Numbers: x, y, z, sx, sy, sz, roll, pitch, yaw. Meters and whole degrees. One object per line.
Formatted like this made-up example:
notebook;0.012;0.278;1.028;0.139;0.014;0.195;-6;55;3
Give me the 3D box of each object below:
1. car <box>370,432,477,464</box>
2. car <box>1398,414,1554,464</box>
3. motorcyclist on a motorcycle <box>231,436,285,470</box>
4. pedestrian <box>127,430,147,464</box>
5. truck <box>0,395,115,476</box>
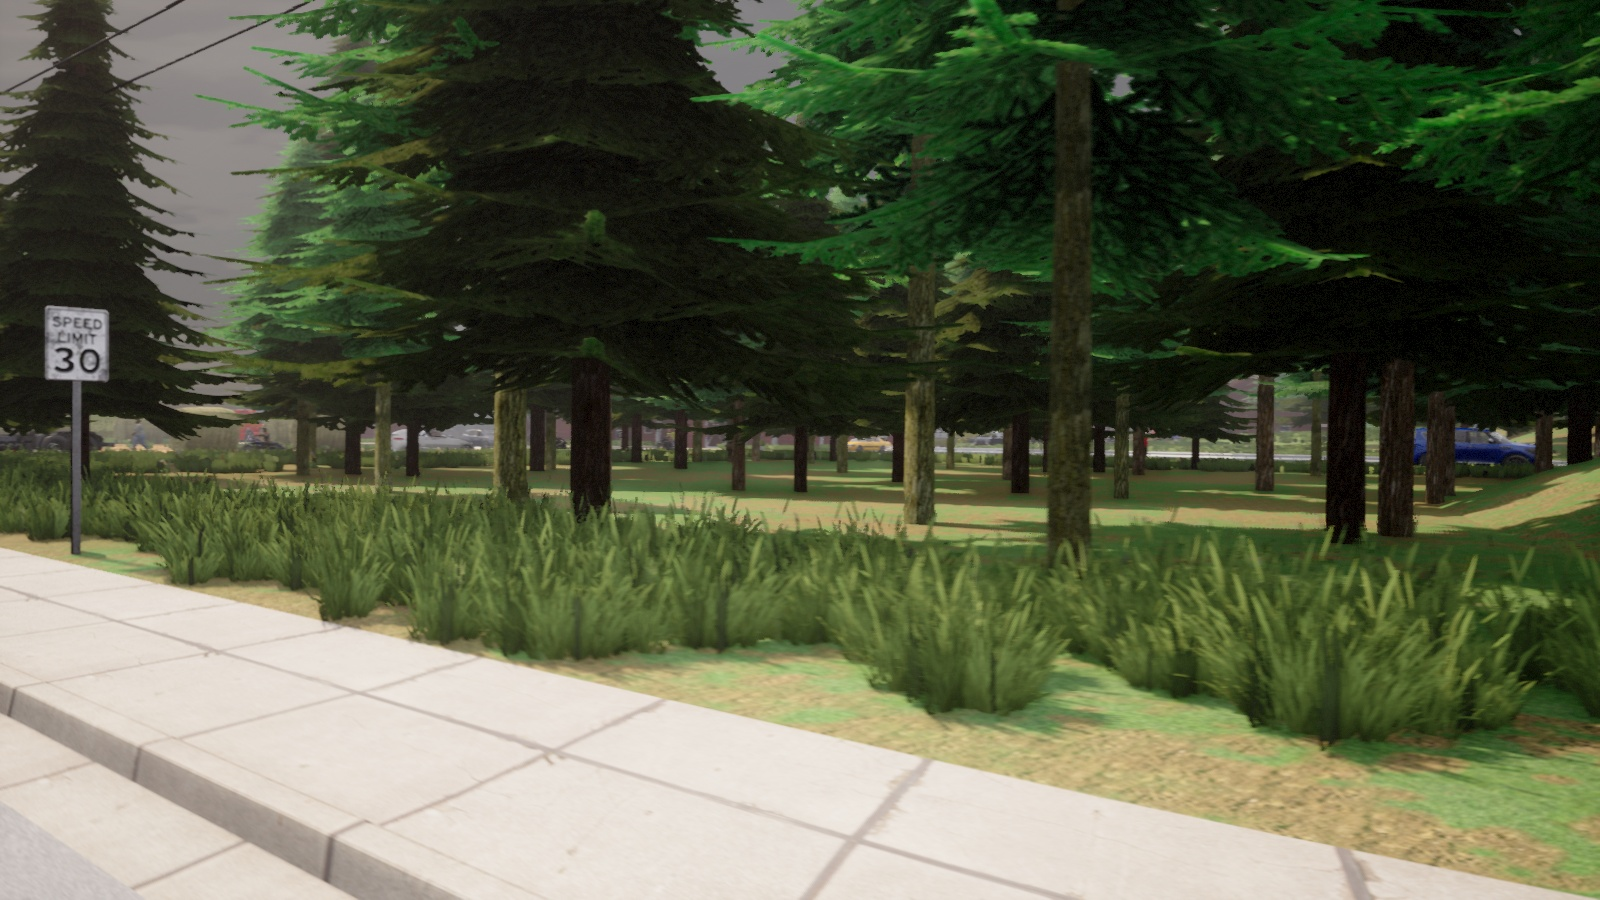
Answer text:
car;-19.882;-0.131;66.516;2.152;1.651;5.027;0;1;41
car;29.117;-0.470;54.214;5.566;2.045;2.150;0;1;42
motorcyclist on a motorcycle;-27.334;0.141;63.375;0.766;1.649;2.350;0;1;41
pedestrian;-36.430;-0.174;68.991;0.900;1.855;0.874;-1;1;-23
truck;-34.790;-0.623;54.946;2.891;3.462;7.936;0;1;41
